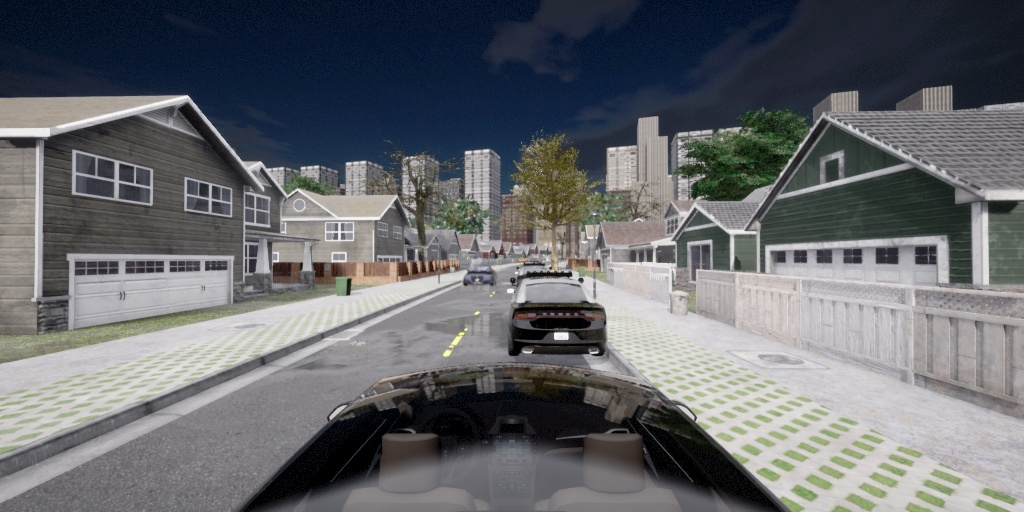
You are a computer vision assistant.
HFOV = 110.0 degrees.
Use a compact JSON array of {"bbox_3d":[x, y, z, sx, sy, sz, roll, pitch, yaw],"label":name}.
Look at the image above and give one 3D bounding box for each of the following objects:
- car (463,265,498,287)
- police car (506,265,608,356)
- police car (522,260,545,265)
[{"bbox_3d":[-2.094,1.326,24.569,1.994,1.385,4.181,0,0,3],"label":"car"},{"bbox_3d":[0.894,1.177,8.751,1.930,1.638,5.238,0,0,1],"label":"police car"},{"bbox_3d":[1.172,1.182,18.704,1.930,1.638,5.238,0,0,2],"label":"police car"}]
